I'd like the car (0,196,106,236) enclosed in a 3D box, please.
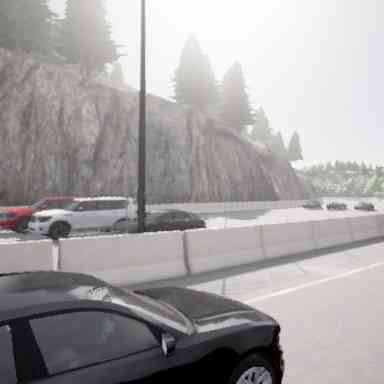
[{"bbox_3d":[-8.217,1.297,19.801,5.566,2.045,2.150,1,0,-38],"label":"car"}]

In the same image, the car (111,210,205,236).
[{"bbox_3d":[-1.509,1.597,16.197,4.892,1.490,1.837,1,0,-39],"label":"car"}]

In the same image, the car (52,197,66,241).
[{"bbox_3d":[-5.461,1.299,17.522,5.566,2.045,2.150,1,0,-38],"label":"car"}]

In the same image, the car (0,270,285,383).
[{"bbox_3d":[-1.281,1.488,2.923,5.008,1.535,1.882,1,-1,-36],"label":"car"}]

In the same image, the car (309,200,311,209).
[{"bbox_3d":[18.461,1.934,50.969,1.837,1.490,4.892,0,0,38],"label":"car"}]
